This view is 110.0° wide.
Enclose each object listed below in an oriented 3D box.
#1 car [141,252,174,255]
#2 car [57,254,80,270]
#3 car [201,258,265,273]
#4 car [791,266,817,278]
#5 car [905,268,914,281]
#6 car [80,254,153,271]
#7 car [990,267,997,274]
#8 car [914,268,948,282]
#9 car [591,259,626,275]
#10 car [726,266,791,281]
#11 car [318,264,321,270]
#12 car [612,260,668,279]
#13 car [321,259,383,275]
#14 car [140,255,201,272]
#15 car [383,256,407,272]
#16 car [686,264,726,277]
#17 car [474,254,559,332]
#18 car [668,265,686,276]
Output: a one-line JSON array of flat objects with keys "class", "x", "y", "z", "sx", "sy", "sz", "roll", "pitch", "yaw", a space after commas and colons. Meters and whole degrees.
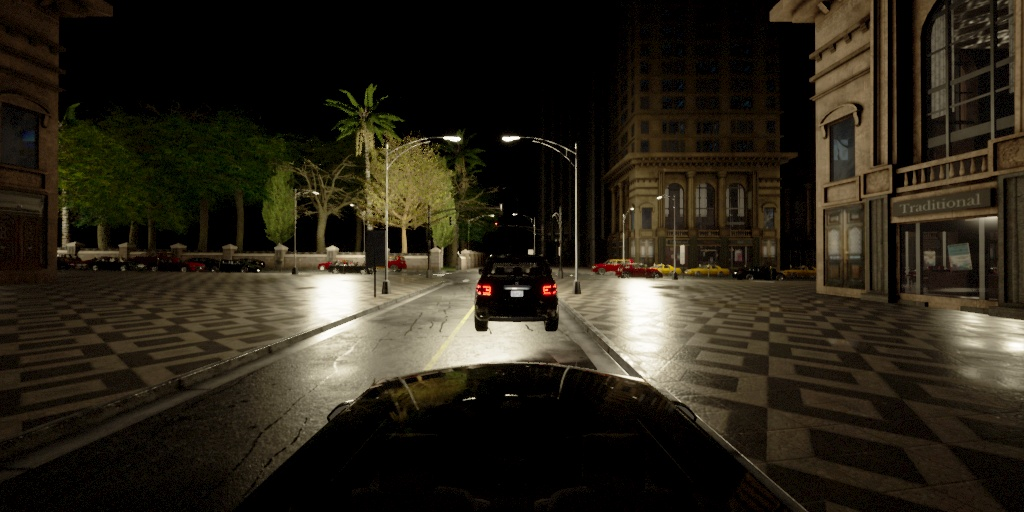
[{"class": "car", "x": -42.552, "y": 0.503, "z": 42.273, "sx": 5.009, "sy": 1.841, "sz": 2.192, "roll": 0, "pitch": 0, "yaw": 0}, {"class": "car", "x": -42.574, "y": 0.721, "z": 33.747, "sx": 4.207, "sy": 1.307, "sz": 1.802, "roll": 0, "pitch": 0, "yaw": 0}, {"class": "car", "x": -26.002, "y": 0.961, "z": 33.682, "sx": 4.313, "sy": 1.339, "sz": 1.948, "roll": 0, "pitch": 0, "yaw": 0}, {"class": "car", "x": 33.898, "y": 1.809, "z": 41.972, "sx": 4.829, "sy": 1.417, "sz": 1.751, "roll": 0, "pitch": 0, "yaw": 0}, {"class": "car", "x": 34.042, "y": 1.800, "z": 33.446, "sx": 4.313, "sy": 1.339, "sz": 1.948, "roll": 0, "pitch": 0, "yaw": 0}, {"class": "car", "x": -37.051, "y": 0.776, "z": 33.725, "sx": 4.403, "sy": 1.370, "sz": 2.007, "roll": 0, "pitch": 0, "yaw": 0}, {"class": "car", "x": 45.123, "y": 1.812, "z": 33.403, "sx": 4.097, "sy": 1.591, "sz": 1.967, "roll": 0, "pitch": 0, "yaw": 0}, {"class": "car", "x": 39.582, "y": 1.886, "z": 33.425, "sx": 4.207, "sy": 1.307, "sz": 1.802, "roll": 0, "pitch": 0, "yaw": 0}, {"class": "car", "x": 11.906, "y": 1.307, "z": 42.059, "sx": 5.009, "sy": 1.841, "sz": 2.192, "roll": 0, "pitch": 0, "yaw": 0}, {"class": "car", "x": 22.962, "y": 1.658, "z": 33.490, "sx": 4.313, "sy": 1.339, "sz": 1.948, "roll": 0, "pitch": 0, "yaw": 0}, {"class": "car", "x": -20.457, "y": 1.072, "z": 42.186, "sx": 4.507, "sy": 1.381, "sz": 1.888, "roll": 0, "pitch": 0, "yaw": 0}, {"class": "car", "x": 11.882, "y": 1.383, "z": 33.533, "sx": 4.097, "sy": 1.591, "sz": 1.967, "roll": 0, "pitch": 0, "yaw": 0}, {"class": "car", "x": -14.955, "y": 1.110, "z": 33.639, "sx": 4.403, "sy": 1.370, "sz": 2.007, "roll": 0, "pitch": 0, "yaw": 0}, {"class": "car", "x": -31.527, "y": 0.856, "z": 33.704, "sx": 4.507, "sy": 1.381, "sz": 1.888, "roll": 0, "pitch": 0, "yaw": 0}, {"class": "car", "x": -14.933, "y": 0.924, "z": 42.164, "sx": 5.009, "sy": 1.841, "sz": 2.192, "roll": 0, "pitch": 0, "yaw": 0}, {"class": "car", "x": 22.817, "y": 1.666, "z": 42.016, "sx": 4.829, "sy": 1.417, "sz": 1.751, "roll": 0, "pitch": 0, "yaw": 0}, {"class": "car", "x": 0.111, "y": 0.972, "z": 11.037, "sx": 2.150, "sy": 2.045, "sz": 5.566, "roll": 0, "pitch": 0, "yaw": 0}, {"class": "car", "x": 17.276, "y": 1.593, "z": 42.038, "sx": 4.829, "sy": 1.417, "sz": 1.751, "roll": 0, "pitch": 0, "yaw": 0}]
